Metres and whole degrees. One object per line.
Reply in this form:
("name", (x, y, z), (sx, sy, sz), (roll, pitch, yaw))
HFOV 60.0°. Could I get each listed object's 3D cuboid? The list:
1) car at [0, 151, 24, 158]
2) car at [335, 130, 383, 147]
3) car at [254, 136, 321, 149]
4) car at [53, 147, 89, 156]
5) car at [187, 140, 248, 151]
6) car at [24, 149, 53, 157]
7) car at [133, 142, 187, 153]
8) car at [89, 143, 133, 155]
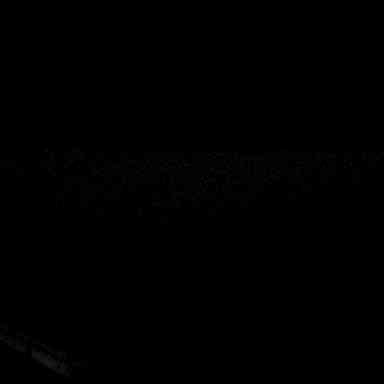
("car", (-21.623, -4.450, 41.854), (4.892, 1.521, 2.231), (2, 1, 34))
("car", (12.250, -3.395, 22.775), (4.553, 1.767, 2.185), (2, 1, 26))
("car", (7.170, -3.456, 25.218), (4.892, 1.521, 2.231), (2, 1, 27))
("car", (-12.266, -4.122, 35.897), (5.008, 1.535, 2.097), (2, 1, 32))
("car", (2.339, -3.580, 27.676), (4.674, 1.452, 2.002), (2, 1, 28))
("car", (-16.977, -4.249, 38.826), (4.674, 1.452, 2.002), (2, 1, 33))
("car", (-2.523, -3.756, 30.282), (4.792, 1.488, 2.163), (2, 1, 29))
("car", (-7.513, -4.082, 33.081), (4.553, 1.767, 2.185), (2, 1, 31))
